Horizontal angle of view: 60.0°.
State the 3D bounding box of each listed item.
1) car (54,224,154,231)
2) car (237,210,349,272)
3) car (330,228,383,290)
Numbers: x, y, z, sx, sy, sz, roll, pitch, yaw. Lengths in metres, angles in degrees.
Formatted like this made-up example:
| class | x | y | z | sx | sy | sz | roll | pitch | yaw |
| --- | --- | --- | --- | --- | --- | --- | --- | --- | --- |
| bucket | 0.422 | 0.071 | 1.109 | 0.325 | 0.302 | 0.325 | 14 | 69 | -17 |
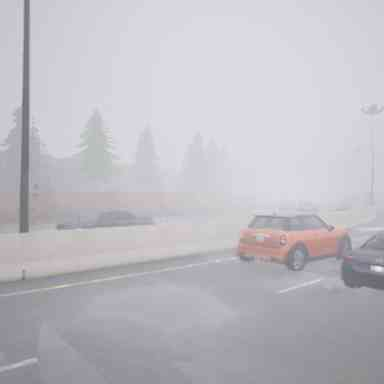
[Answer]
| class | x | y | z | sx | sy | sz | roll | pitch | yaw |
| --- | --- | --- | --- | --- | --- | --- | --- | --- | --- |
| car | -4.648 | 1.679 | 18.372 | 5.357 | 1.411 | 2.033 | 1 | -1 | -41 |
| car | 3.676 | 1.490 | 11.590 | 4.553 | 1.767 | 2.097 | 1 | -1 | -41 |
| car | 5.608 | 1.690 | 8.624 | 4.181 | 1.385 | 1.994 | 1 | -1 | -41 |
